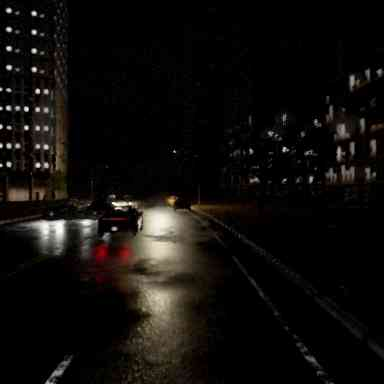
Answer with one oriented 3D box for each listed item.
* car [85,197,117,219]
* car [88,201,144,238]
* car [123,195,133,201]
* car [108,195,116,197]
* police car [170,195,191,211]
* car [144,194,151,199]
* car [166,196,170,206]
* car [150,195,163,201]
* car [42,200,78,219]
[{"bbox_3d":[-7.859,1.455,28.617,1.837,1.490,4.892,0,0,-5],"label":"car"},{"bbox_3d":[-3.682,1.459,17.661,2.128,1.511,4.902,0,0,-3],"label":"car"},{"bbox_3d":[-13.369,1.411,69.370,2.128,1.511,4.902,0,0,-11],"label":"car"},{"bbox_3d":[-16.632,1.410,69.114,2.128,1.511,4.902,0,0,-11],"label":"car"},{"bbox_3d":[-1.227,1.352,39.267,1.930,1.638,5.238,0,0,-6],"label":"police car"},{"bbox_3d":[-12.245,1.251,93.857,1.812,1.442,4.674,0,0,-15],"label":"car"},{"bbox_3d":[-2.475,1.366,49.430,1.801,1.575,5.366,0,0,-8],"label":"car"},{"bbox_3d":[-7.219,1.269,72.144,2.033,1.411,5.357,0,0,-12],"label":"car"},{"bbox_3d":[-11.087,1.445,28.209,2.128,1.511,4.902,0,0,-5],"label":"car"}]
